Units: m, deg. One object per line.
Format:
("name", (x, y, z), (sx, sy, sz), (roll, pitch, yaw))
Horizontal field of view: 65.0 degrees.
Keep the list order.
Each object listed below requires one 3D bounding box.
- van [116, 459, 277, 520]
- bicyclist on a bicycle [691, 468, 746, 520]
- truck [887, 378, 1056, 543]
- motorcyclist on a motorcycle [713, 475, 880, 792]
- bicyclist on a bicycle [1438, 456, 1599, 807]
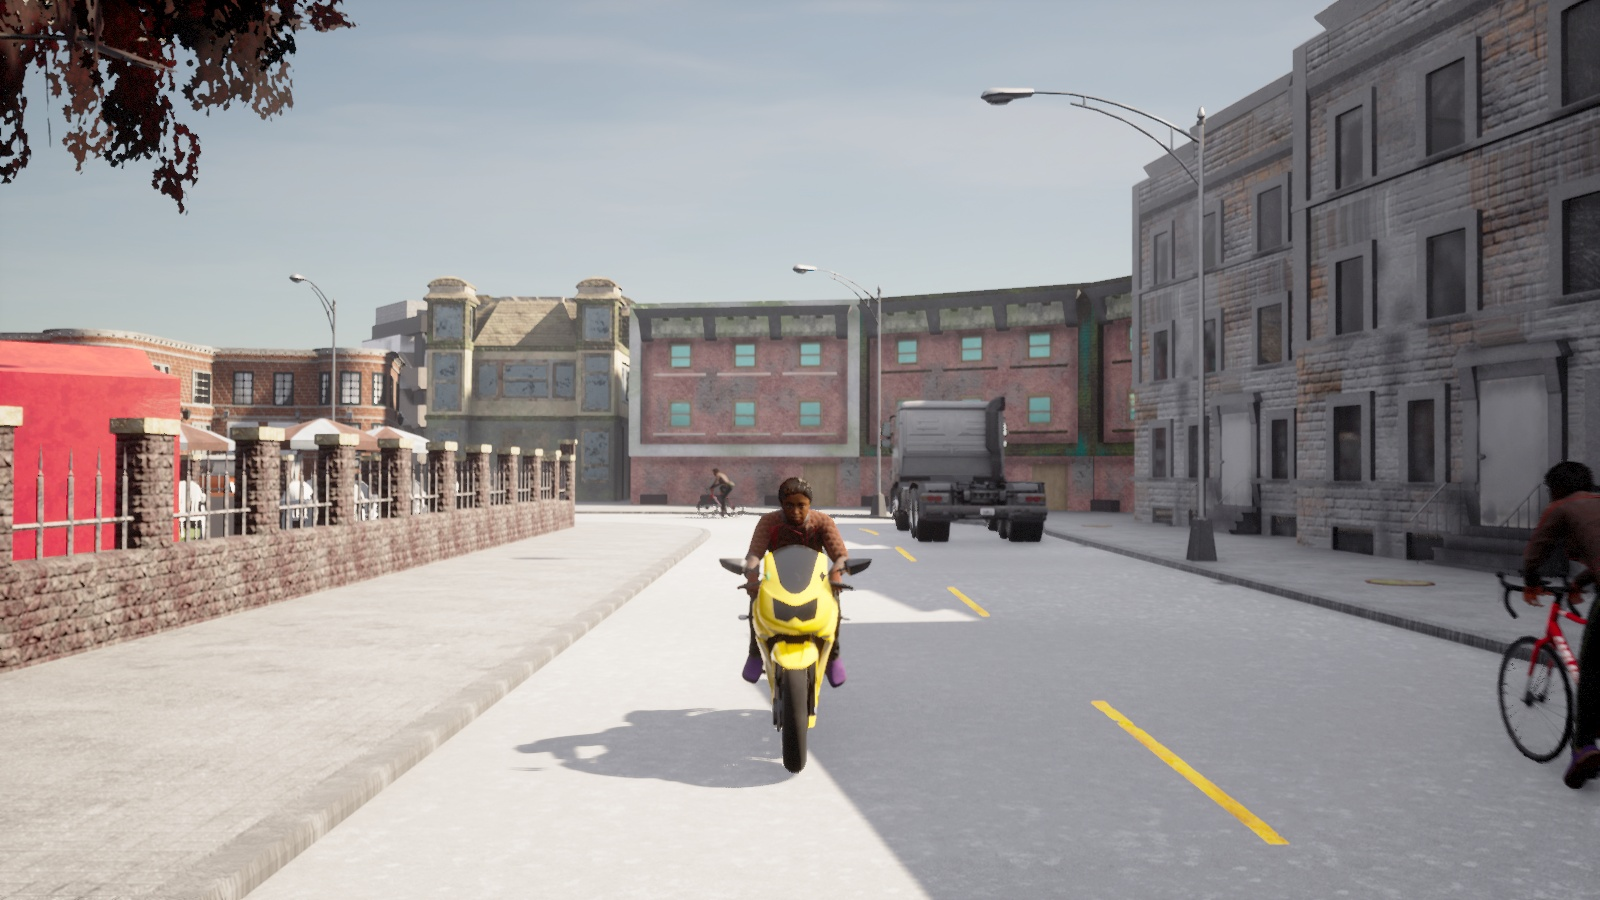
("van", (-19.922, 1.293, 41.568), (4.442, 1.987, 1.775), (0, -1, 0))
("bicyclist on a bicycle", (-2.614, 1.407, 40.363), (1.656, 1.620, 0.582), (-1, 0, 25))
("truck", (3.892, 0.290, 30.427), (2.891, 3.462, 7.936), (0, -1, -1))
("motorcyclist on a motorcycle", (-0.020, 0.906, 7.083), (0.797, 1.523, 2.044), (0, -1, 0))
("bicyclist on a bicycle", (3.982, 0.850, 6.408), (0.582, 1.620, 1.656), (0, -1, 0))
